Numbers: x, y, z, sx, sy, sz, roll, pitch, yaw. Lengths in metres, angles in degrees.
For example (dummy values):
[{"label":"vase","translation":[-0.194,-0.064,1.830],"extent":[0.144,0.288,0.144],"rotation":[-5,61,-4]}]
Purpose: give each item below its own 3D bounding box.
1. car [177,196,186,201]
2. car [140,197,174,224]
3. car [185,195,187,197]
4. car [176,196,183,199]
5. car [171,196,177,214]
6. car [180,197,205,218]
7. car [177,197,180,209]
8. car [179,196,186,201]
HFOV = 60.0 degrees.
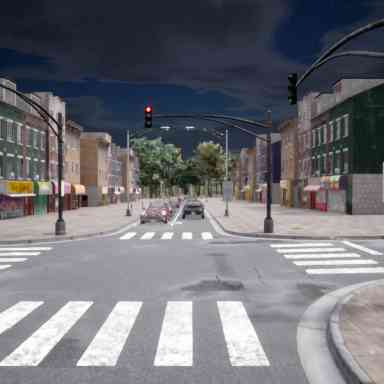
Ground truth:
[{"label":"car","translation":[-2.648,1.650,84.340],"extent":[1.947,1.339,4.313],"rotation":[-1,0,0]},{"label":"car","translation":[-2.648,1.444,24.558],"extent":[1.967,1.590,4.097],"rotation":[-1,0,0]},{"label":"car","translation":[0.098,1.605,58.694],"extent":[1.994,1.385,4.181],"rotation":[0,0,0]},{"label":"car","translation":[-2.648,1.569,46.296],"extent":[1.887,1.381,4.507],"rotation":[-1,0,0]},{"label":"car","translation":[-2.648,1.448,29.992],"extent":[1.967,1.590,4.097],"rotation":[-1,0,0]},{"label":"car","translation":[0.109,1.512,30.309],"extent":[1.837,1.490,4.892],"rotation":[0,0,0]},{"label":"car","translation":[-2.647,1.578,35.427],"extent":[1.947,1.339,4.313],"rotation":[-1,0,0]},{"label":"car","translation":[-2.648,1.677,89.775],"extent":[1.802,1.307,4.206],"rotation":[-1,0,0]}]
